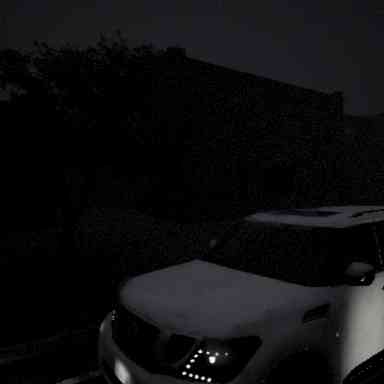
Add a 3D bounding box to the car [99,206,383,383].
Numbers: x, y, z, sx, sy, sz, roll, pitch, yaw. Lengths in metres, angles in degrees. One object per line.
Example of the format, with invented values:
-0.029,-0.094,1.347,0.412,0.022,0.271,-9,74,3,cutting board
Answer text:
1.635,1.250,4.546,5.566,2.045,2.150,0,-1,-35,car
